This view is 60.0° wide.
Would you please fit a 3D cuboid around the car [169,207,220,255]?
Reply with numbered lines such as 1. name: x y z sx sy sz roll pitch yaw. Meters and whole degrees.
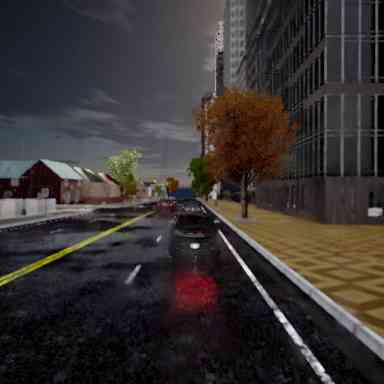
1. car: 0.094 1.573 13.680 1.837 1.490 4.892 0 0 0

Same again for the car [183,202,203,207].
1. car: 0.083 1.727 33.545 2.033 1.411 5.357 0 0 0

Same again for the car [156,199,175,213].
1. car: -3.171 1.580 40.952 2.097 1.767 4.553 0 0 0
